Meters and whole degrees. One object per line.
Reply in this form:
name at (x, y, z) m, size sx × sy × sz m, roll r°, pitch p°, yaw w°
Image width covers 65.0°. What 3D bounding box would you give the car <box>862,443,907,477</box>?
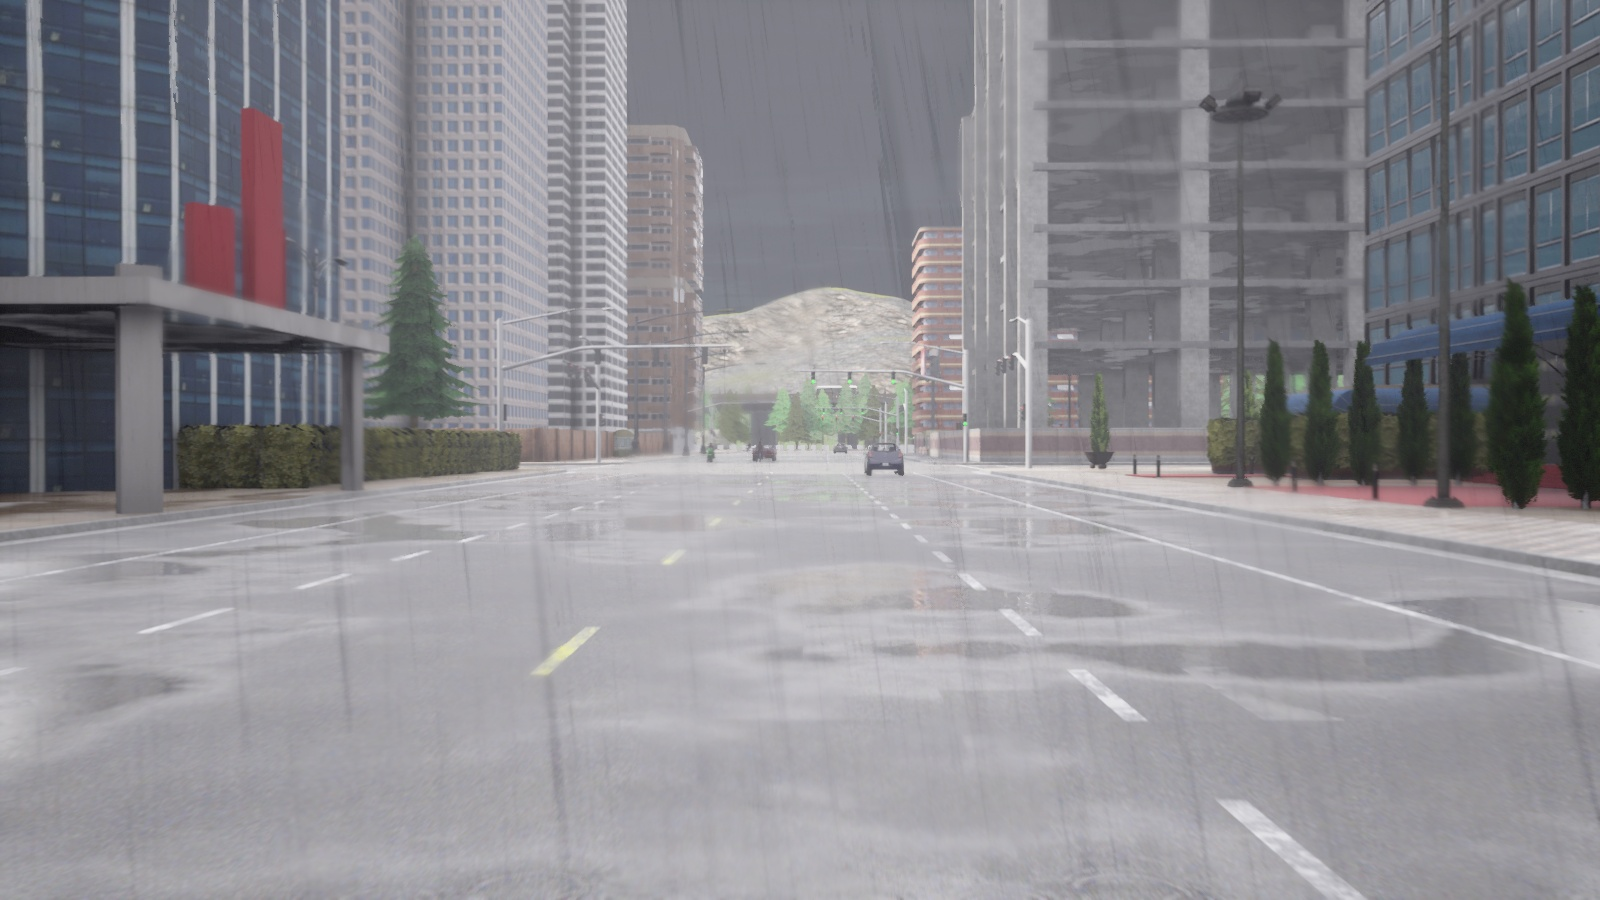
car at (3.848, 0.437, 57.893) m, size 1.845 × 1.501 × 3.633 m, roll 0°, pitch 0°, yaw 0°
